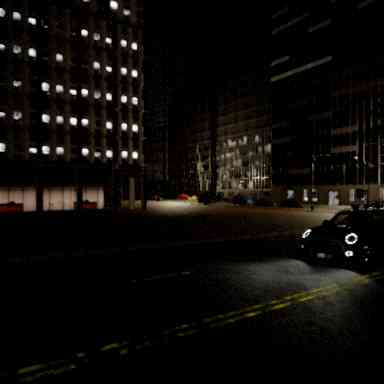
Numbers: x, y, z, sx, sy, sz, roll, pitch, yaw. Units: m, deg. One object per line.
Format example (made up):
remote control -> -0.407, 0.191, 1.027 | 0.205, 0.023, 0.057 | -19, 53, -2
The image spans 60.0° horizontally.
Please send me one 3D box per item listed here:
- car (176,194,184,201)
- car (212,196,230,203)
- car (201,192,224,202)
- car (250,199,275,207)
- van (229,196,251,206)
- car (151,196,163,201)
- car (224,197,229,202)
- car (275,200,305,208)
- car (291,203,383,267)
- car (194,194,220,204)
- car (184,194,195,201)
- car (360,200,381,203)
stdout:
car -> -2.395, 1.469, 92.130 | 2.192, 1.841, 5.009 | 0, 0, -34
car -> 6.823, 1.752, 78.287 | 2.008, 1.369, 4.403 | 0, 0, -34
car -> 3.915, 1.082, 72.792 | 2.150, 2.045, 5.566 | 0, 0, -34
car -> 12.232, 1.886, 55.424 | 1.802, 1.307, 4.206 | 0, 0, -34
van -> 9.154, 1.633, 60.044 | 1.690, 1.788, 3.998 | 0, 0, -34
car -> -9.307, 1.747, 87.770 | 1.887, 1.381, 4.507 | 0, 0, -34
car -> 9.802, 1.741, 73.813 | 1.752, 1.417, 4.829 | 0, 0, -34
car -> 15.309, 1.899, 50.804 | 1.802, 1.307, 4.206 | 0, 0, -34
car -> 5.947, 1.440, 11.902 | 4.553, 1.767, 2.097 | 0, 0, -35
car -> 3.095, 1.790, 69.145 | 1.752, 1.417, 4.829 | 0, 0, -34
car -> 0.583, 1.695, 87.658 | 1.752, 1.417, 4.829 | 0, 0, -34
car -> 25.965, 1.849, 49.395 | 1.947, 1.339, 4.313 | 0, 0, -34
